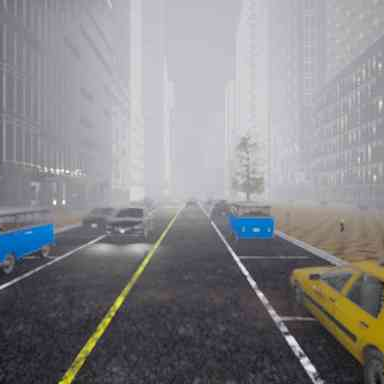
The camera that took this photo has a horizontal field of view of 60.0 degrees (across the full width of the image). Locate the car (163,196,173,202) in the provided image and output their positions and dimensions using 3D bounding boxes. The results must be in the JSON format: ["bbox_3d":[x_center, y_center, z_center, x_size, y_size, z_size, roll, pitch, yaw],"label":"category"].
[{"bbox_3d":[-5.673,1.599,78.422,1.887,1.381,4.507,0,0,0],"label":"car"}]

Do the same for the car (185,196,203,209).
[{"bbox_3d":[0.016,1.519,46.609,2.128,1.511,4.902,0,0,0],"label":"car"}]

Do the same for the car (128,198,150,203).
[{"bbox_3d":[-5.679,1.570,32.908,2.008,1.369,4.403,0,0,0],"label":"car"}]

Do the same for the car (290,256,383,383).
[{"bbox_3d":[2.698,1.528,4.611,1.752,1.417,4.829,0,0,0],"label":"car"}]

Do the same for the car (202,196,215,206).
[{"bbox_3d":[2.704,1.475,55.641,1.967,1.590,4.097,0,0,0],"label":"car"}]

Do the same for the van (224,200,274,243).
[{"bbox_3d":[2.701,1.350,15.820,1.690,1.788,3.998,0,0,0],"label":"van"}]

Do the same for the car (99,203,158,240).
[{"bbox_3d":[-3.097,1.514,17.246,1.837,1.490,4.892,0,0,0],"label":"car"}]

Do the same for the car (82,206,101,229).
[{"bbox_3d":[-5.681,1.578,21.531,1.947,1.339,4.313,0,0,0],"label":"car"}]

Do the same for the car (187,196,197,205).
[{"bbox_3d":[0.008,1.544,59.845,1.837,1.490,4.892,0,0,0],"label":"car"}]

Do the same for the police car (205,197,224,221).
[{"bbox_3d":[2.370,1.440,27.564,1.930,1.638,5.238,0,0,0],"label":"police car"}]

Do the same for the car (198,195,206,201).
[{"bbox_3d":[2.709,1.632,89.775,1.947,1.339,4.313,0,0,0],"label":"car"}]

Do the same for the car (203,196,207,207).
[{"bbox_3d":[2.703,1.582,49.953,2.008,1.369,4.403,0,0,0],"label":"car"}]

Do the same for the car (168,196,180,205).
[{"bbox_3d":[-3.040,1.638,57.460,1.895,1.301,4.718,0,0,1],"label":"car"}]

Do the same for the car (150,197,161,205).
[{"bbox_3d":[-5.677,1.467,44.287,1.967,1.590,4.097,0,0,0],"label":"car"}]

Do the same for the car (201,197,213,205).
[{"bbox_3d":[2.705,1.584,61.331,1.887,1.381,4.507,0,0,0],"label":"car"}]

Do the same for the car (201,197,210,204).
[{"bbox_3d":[2.705,1.626,67.020,1.802,1.307,4.206,0,0,0],"label":"car"}]

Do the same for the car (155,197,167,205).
[{"bbox_3d":[-5.676,1.584,61.354,1.887,1.381,4.507,0,0,0],"label":"car"}]

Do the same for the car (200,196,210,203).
[{"bbox_3d":[2.706,1.600,72.709,2.008,1.369,4.403,0,0,0],"label":"car"}]

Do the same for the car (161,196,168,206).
[{"bbox_3d":[-5.677,1.586,55.665,2.008,1.369,4.403,0,0,0],"label":"car"}]

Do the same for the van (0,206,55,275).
[{"bbox_3d":[-5.680,1.346,10.152,1.690,1.788,3.998,0,0,0],"label":"van"}]
